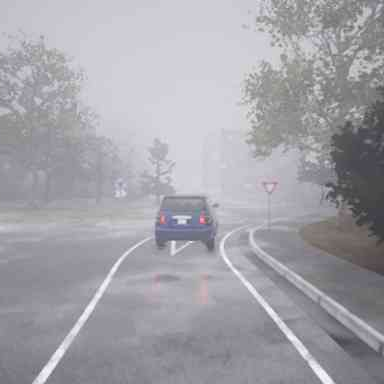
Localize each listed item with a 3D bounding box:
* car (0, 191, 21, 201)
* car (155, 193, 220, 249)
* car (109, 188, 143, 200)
[{"bbox_3d":[-28.713,0.556,50.485,1.882,1.535,5.008,1,1,42],"label":"car"},{"bbox_3d":[-0.073,1.054,13.963,2.150,2.045,5.566,0,1,6],"label":"car"},{"bbox_3d":[-10.814,0.293,54.793,5.566,2.045,2.150,0,1,8],"label":"car"}]
